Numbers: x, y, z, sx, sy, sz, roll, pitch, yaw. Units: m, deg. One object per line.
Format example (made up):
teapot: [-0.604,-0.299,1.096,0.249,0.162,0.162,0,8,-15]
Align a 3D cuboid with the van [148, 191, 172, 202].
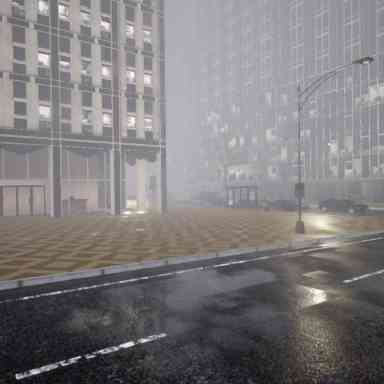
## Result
van: [-5.680,0.938,58.381,1.690,1.788,3.998,0,1,-34]

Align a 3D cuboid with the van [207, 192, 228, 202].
van: [4.445,0.856,58.430,1.690,1.788,3.998,0,1,-34]

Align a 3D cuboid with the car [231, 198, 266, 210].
car: [7.082,1.388,39.572,1.802,1.307,4.206,0,1,-34]

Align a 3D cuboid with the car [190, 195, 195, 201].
car: [1.232,1.044,63.121,1.802,1.307,4.206,0,1,-34]

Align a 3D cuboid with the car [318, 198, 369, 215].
car: [14.889,1.358,32.925,1.837,1.490,4.892,-1,1,-34]

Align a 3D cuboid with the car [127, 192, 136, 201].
car: [-12.108,1.040,67.759,2.008,1.369,4.403,0,1,-34]

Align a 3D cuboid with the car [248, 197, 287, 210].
car: [9.280,1.364,41.130,1.895,1.301,4.718,-1,1,-34]

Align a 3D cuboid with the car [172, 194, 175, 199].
car: [-5.195,0.936,72.497,1.802,1.307,4.206,0,1,-34]

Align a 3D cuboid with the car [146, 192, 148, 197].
car: [-8.409,0.616,77.181,2.192,1.841,5.009,0,1,-34]

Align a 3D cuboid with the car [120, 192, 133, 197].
car: [-18.050,0.689,91.247,2.008,1.369,4.403,0,1,-34]

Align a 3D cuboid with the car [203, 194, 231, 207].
car: [3.916,1.320,44.292,1.947,1.339,4.313,0,1,-34]

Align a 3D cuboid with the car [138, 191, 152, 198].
car: [-11.623,0.687,81.870,1.967,1.590,4.097,0,1,-34]

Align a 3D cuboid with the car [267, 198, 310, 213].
car: [10.282,1.424,34.872,1.947,1.339,4.313,0,1,-34]

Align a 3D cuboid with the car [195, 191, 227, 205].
car: [3.264,0.887,49.908,2.150,2.045,5.566,-1,1,-35]
